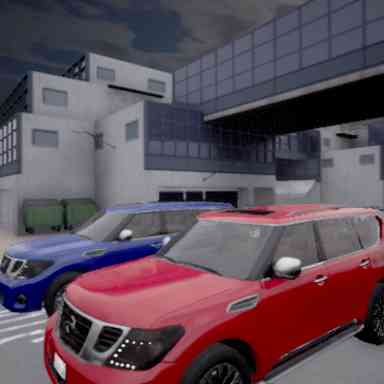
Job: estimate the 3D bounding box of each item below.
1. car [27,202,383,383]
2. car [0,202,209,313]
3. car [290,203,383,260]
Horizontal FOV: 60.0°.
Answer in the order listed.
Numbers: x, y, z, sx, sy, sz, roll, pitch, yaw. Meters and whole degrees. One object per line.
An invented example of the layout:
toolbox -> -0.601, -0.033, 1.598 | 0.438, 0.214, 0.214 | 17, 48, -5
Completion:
car -> 0.952, 1.242, 4.779 | 5.566, 2.045, 2.150 | 0, 0, -38
car -> -1.228, 1.273, 7.549 | 5.566, 2.045, 2.150 | 0, 0, -37
car -> 6.209, 1.374, 13.321 | 4.553, 1.767, 2.097 | 0, 0, -38
